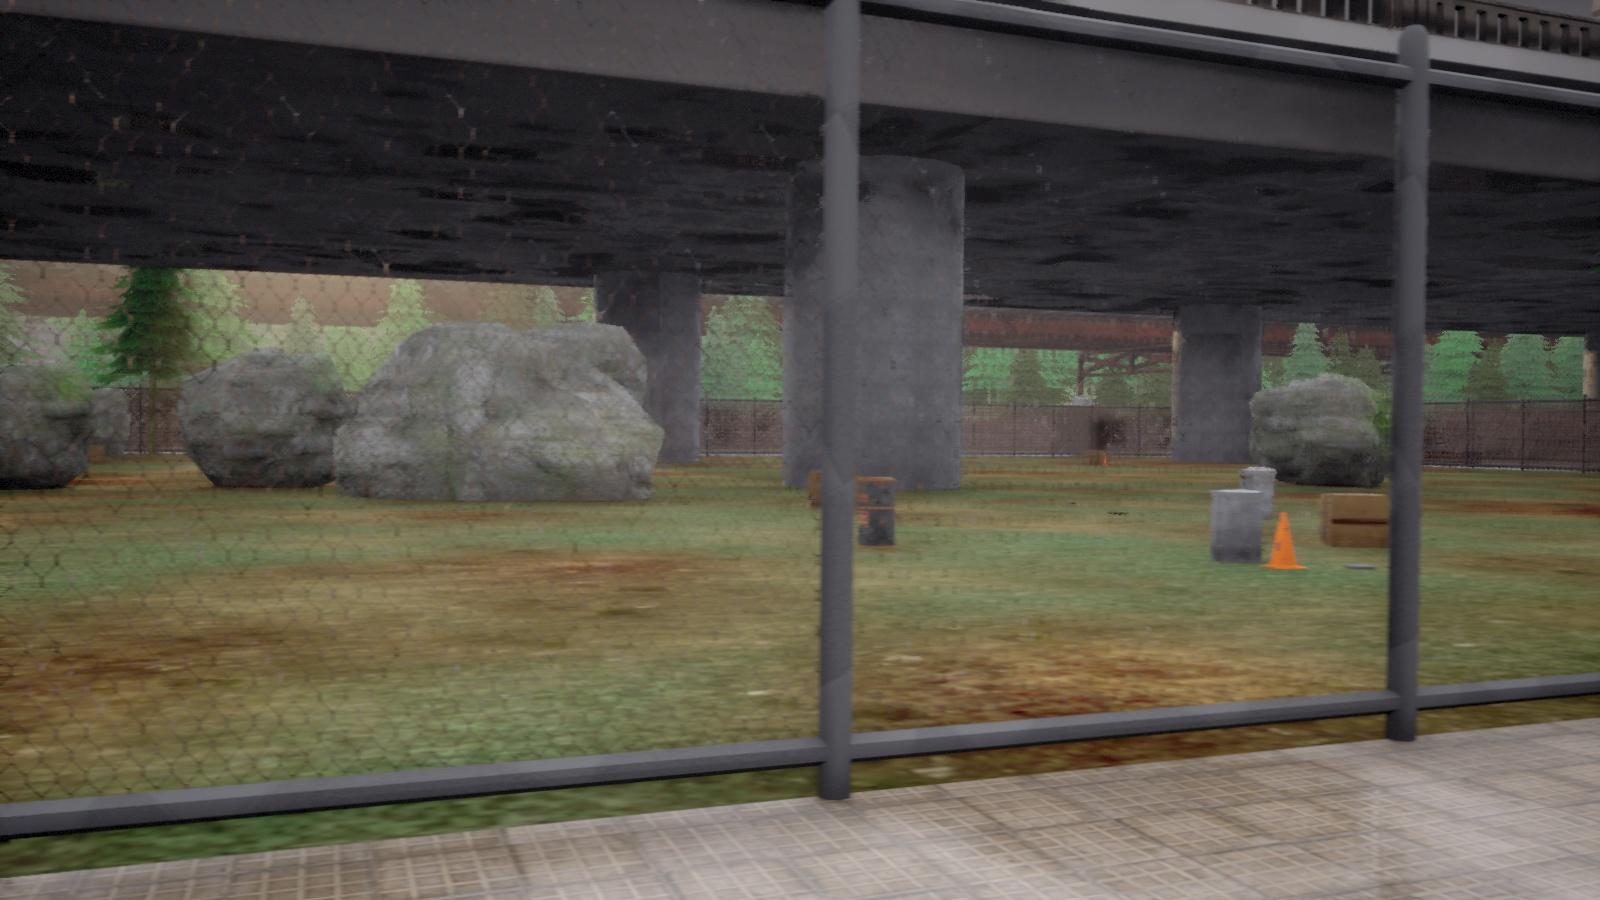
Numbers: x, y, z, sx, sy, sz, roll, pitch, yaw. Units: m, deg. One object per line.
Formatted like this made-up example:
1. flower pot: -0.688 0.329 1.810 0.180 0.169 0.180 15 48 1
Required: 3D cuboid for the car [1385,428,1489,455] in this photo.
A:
1. car: 32.521 -0.443 64.247 1.895 1.301 4.718 -1 1 -21
